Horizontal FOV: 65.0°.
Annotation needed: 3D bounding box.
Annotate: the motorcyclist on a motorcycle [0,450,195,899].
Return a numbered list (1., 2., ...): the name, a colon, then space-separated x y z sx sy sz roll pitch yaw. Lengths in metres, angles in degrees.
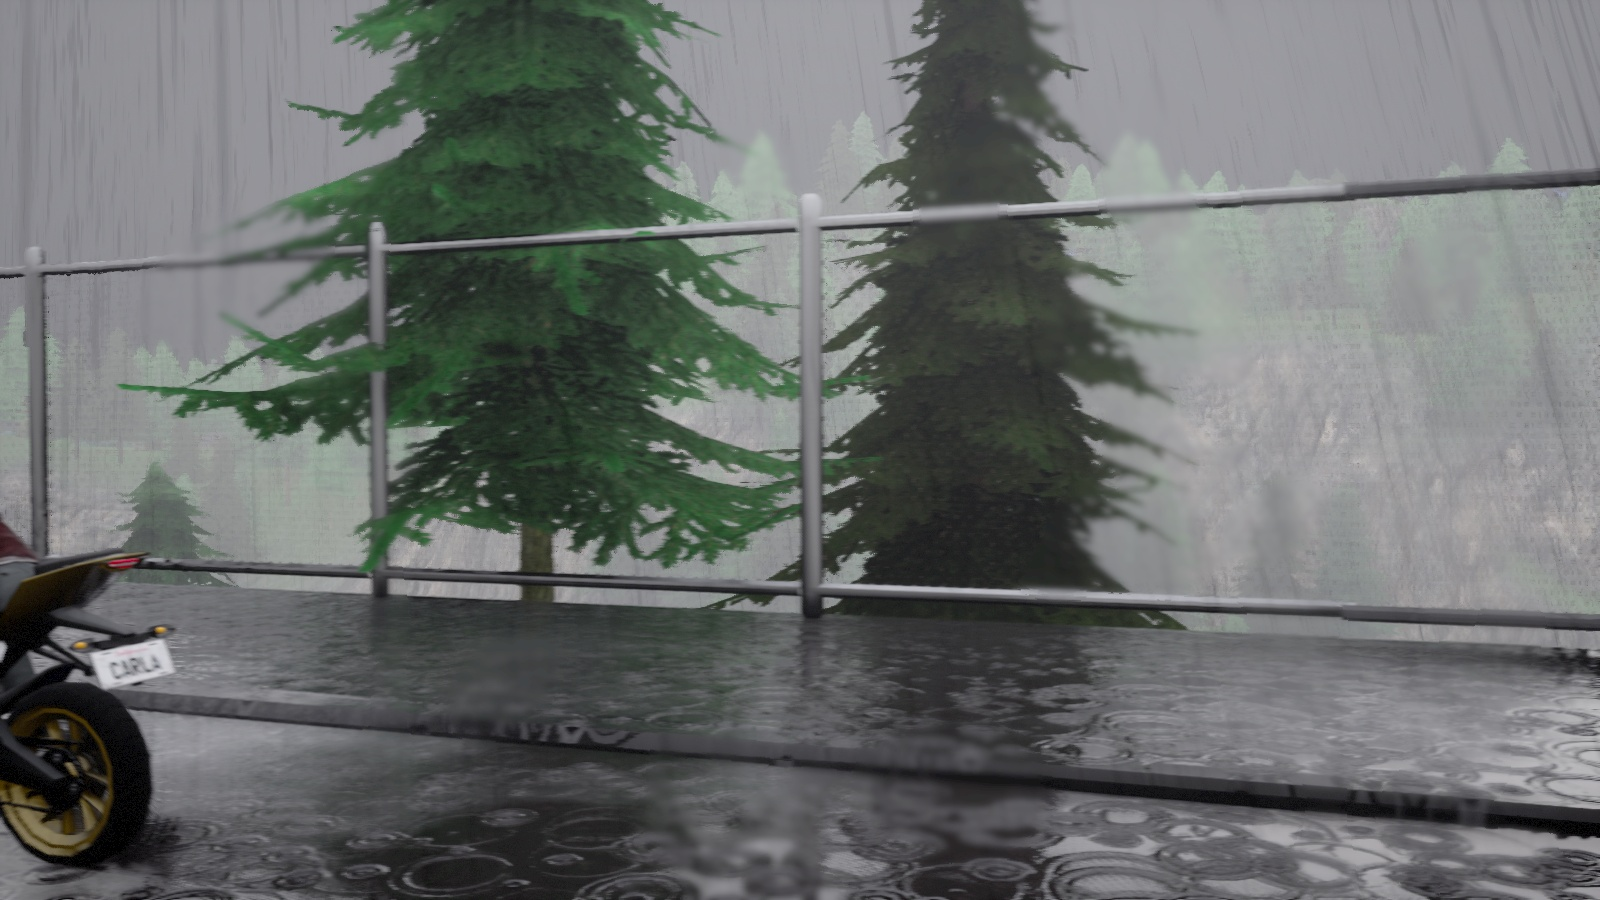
1. motorcyclist on a motorcycle: -3.581 0.769 4.924 2.191 1.530 0.866 1 1 19
